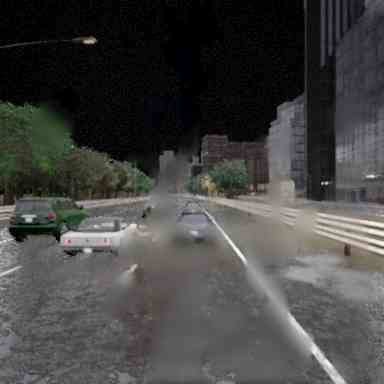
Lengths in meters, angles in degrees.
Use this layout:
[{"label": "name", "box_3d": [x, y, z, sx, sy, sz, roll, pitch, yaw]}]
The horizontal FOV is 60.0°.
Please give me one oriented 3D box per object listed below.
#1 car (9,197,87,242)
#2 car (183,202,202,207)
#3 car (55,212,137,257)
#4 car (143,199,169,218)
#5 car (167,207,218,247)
[{"label": "car", "box_3d": [-6.918, 1.278, 16.734, 2.150, 2.045, 5.566, 0, 0, -1]}, {"label": "car", "box_3d": [0.075, 1.673, 32.657, 1.994, 1.385, 4.181, 0, 0, 0]}, {"label": "car", "box_3d": [-3.401, 1.640, 13.109, 1.895, 1.301, 4.718, 0, 0, 0]}, {"label": "car", "box_3d": [-3.420, 1.464, 31.940, 2.097, 1.767, 4.553, 0, 0, 0]}, {"label": "car", "box_3d": [0.096, 1.602, 15.170, 1.994, 1.385, 4.181, 0, 0, 0]}]
